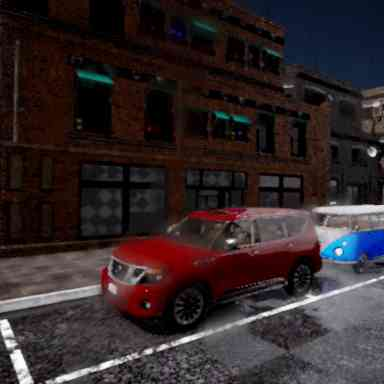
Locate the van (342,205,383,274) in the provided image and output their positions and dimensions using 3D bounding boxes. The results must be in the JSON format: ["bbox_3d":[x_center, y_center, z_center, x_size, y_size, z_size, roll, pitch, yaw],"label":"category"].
[{"bbox_3d":[5.116,1.319,10.209,3.998,1.788,1.690,0,1,-36],"label":"van"}]

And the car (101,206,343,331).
[{"bbox_3d":[0.720,1.305,7.061,5.009,1.841,2.192,0,1,-36],"label":"car"}]
